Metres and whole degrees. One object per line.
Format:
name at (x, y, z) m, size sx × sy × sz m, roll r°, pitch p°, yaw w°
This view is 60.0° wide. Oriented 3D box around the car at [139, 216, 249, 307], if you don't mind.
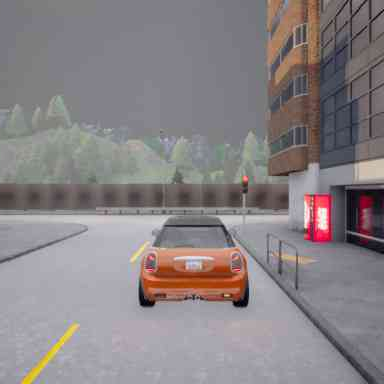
car at (0.045, 1.352, 8.155) m, size 2.097 × 1.767 × 4.553 m, roll 0°, pitch 0°, yaw 0°
